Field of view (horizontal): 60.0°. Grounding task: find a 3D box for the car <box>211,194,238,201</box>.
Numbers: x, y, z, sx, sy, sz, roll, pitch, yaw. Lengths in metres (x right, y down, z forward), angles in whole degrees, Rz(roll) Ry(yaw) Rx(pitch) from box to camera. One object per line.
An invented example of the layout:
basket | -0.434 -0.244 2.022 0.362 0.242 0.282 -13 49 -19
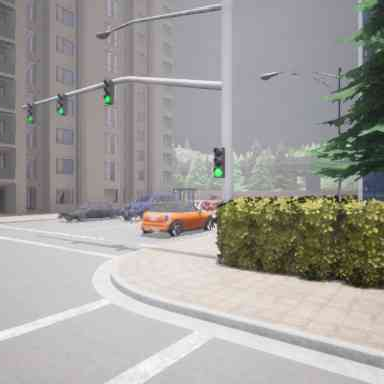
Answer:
car | 3.109 1.221 35.563 2.150 2.045 5.566 0 0 36

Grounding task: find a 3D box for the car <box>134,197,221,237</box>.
car | -0.642 1.352 18.288 2.097 1.767 4.553 0 0 36

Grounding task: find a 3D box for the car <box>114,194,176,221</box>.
car | -3.237 1.221 26.930 2.150 2.045 5.566 0 0 36

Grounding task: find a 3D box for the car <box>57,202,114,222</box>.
car | -7.859 1.547 26.545 2.033 1.411 5.357 0 0 36

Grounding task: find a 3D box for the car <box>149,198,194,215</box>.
car | -2.053 1.478 34.453 1.882 1.535 5.008 0 0 36
